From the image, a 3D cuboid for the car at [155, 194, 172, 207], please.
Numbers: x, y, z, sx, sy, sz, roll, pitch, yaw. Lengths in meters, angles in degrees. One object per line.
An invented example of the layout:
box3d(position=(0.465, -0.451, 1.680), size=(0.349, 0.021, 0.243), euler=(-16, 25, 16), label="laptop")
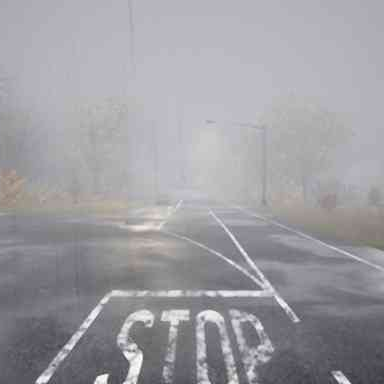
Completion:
box3d(position=(-3.487, 1.013, 41.309), size=(1.837, 1.490, 4.892), euler=(0, 0, 0), label="car")
